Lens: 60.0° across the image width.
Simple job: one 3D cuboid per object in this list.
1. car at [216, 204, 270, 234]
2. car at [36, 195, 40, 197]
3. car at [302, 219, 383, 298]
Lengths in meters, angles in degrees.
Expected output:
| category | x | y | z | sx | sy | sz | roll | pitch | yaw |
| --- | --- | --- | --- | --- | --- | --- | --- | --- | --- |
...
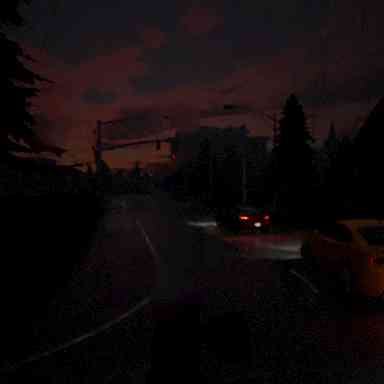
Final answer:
| category | x | y | z | sx | sy | sz | roll | pitch | yaw |
| --- | --- | --- | --- | --- | --- | --- | --- | --- | --- |
| car | 2.729 | 1.395 | 18.375 | 1.812 | 1.442 | 4.674 | -1 | 0 | -12 |
| car | -21.541 | 1.217 | 47.418 | 2.007 | 1.523 | 4.514 | -1 | 0 | -12 |
| car | 4.242 | 1.397 | 8.263 | 1.882 | 1.535 | 5.008 | 0 | 1 | 4 |
